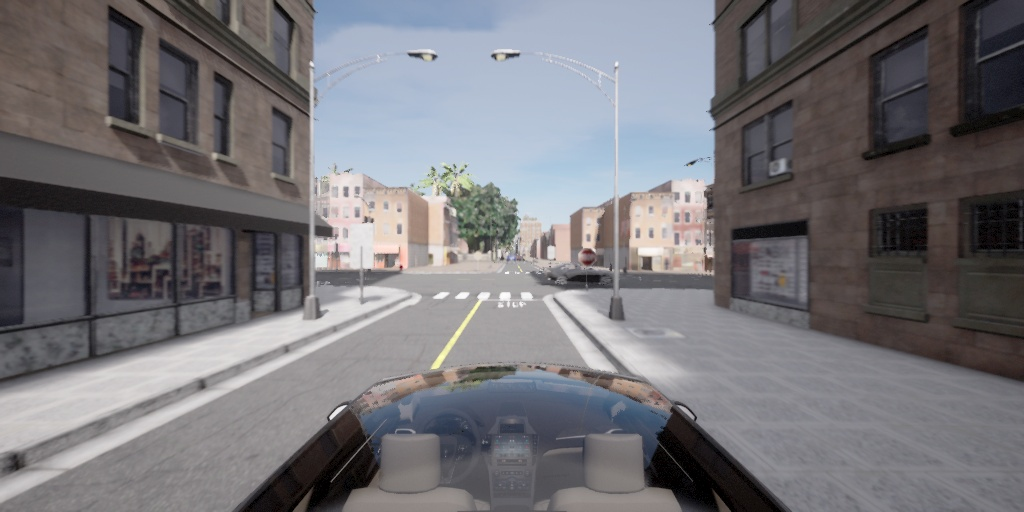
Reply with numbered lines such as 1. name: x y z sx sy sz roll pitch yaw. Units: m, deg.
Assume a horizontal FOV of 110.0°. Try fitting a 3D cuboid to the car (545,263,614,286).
1. car: 4.673 1.224 24.353 4.902 1.511 2.128 1 0 0
